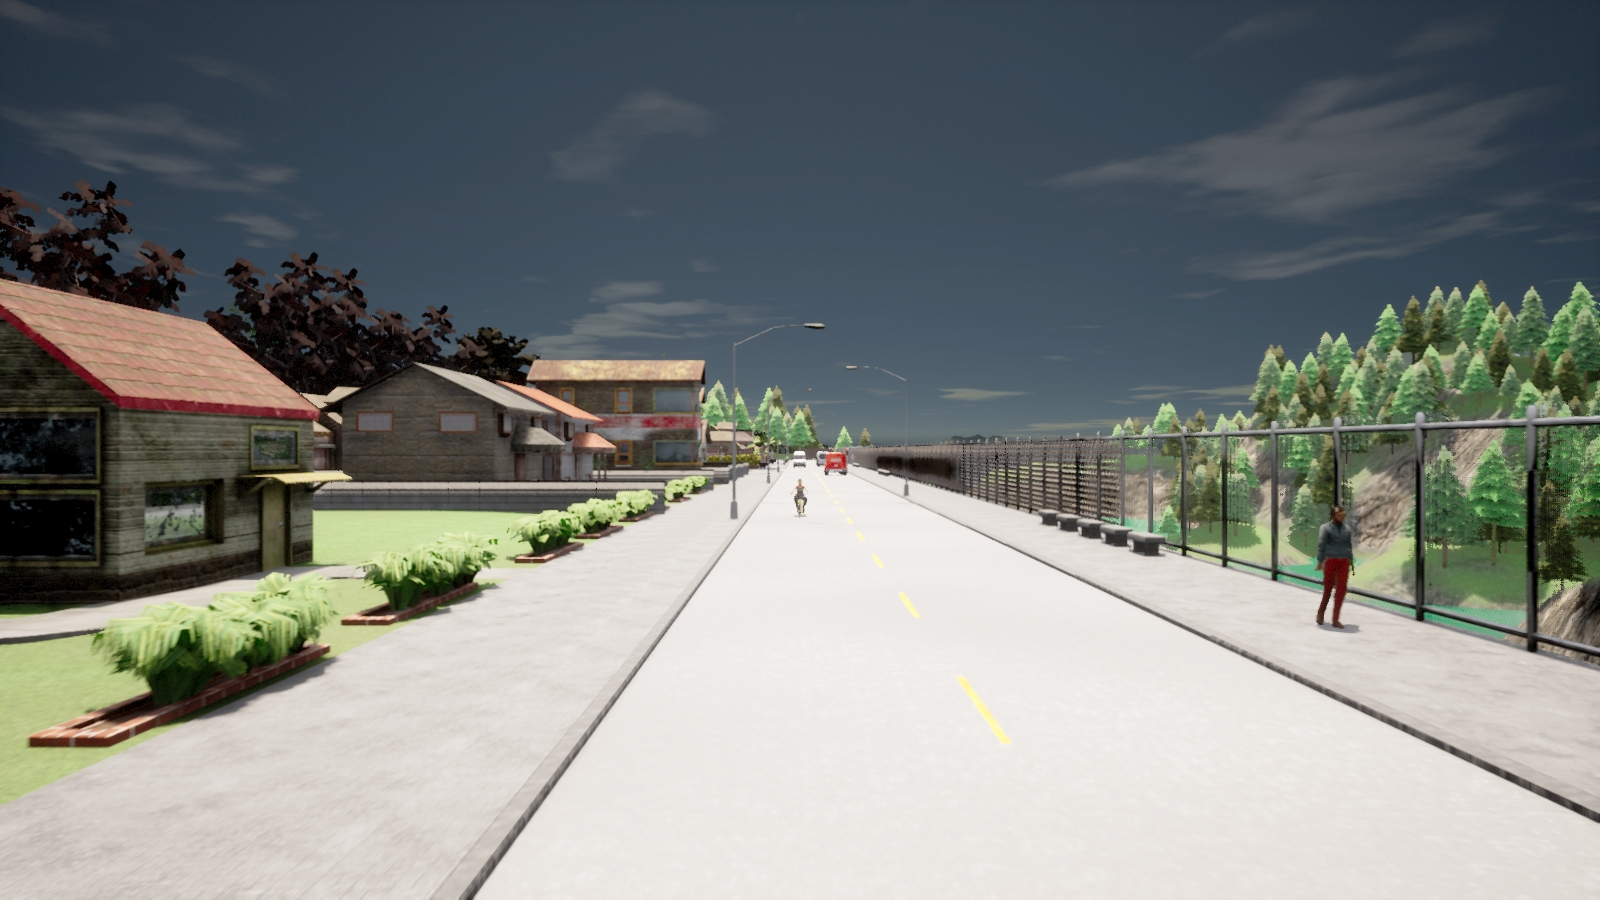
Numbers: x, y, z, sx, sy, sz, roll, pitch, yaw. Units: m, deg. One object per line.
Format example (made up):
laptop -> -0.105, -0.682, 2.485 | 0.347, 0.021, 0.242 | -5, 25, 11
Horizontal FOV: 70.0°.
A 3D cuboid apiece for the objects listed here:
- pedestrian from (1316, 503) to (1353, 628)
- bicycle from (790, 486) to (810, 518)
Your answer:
pedestrian -> 8.095, 1.744, 17.314 | 0.375, 1.860, 0.375 | 0, 0, -1
bicycle -> 0.006, 2.160, 47.718 | 0.859, 1.276, 1.487 | 0, 0, 0
